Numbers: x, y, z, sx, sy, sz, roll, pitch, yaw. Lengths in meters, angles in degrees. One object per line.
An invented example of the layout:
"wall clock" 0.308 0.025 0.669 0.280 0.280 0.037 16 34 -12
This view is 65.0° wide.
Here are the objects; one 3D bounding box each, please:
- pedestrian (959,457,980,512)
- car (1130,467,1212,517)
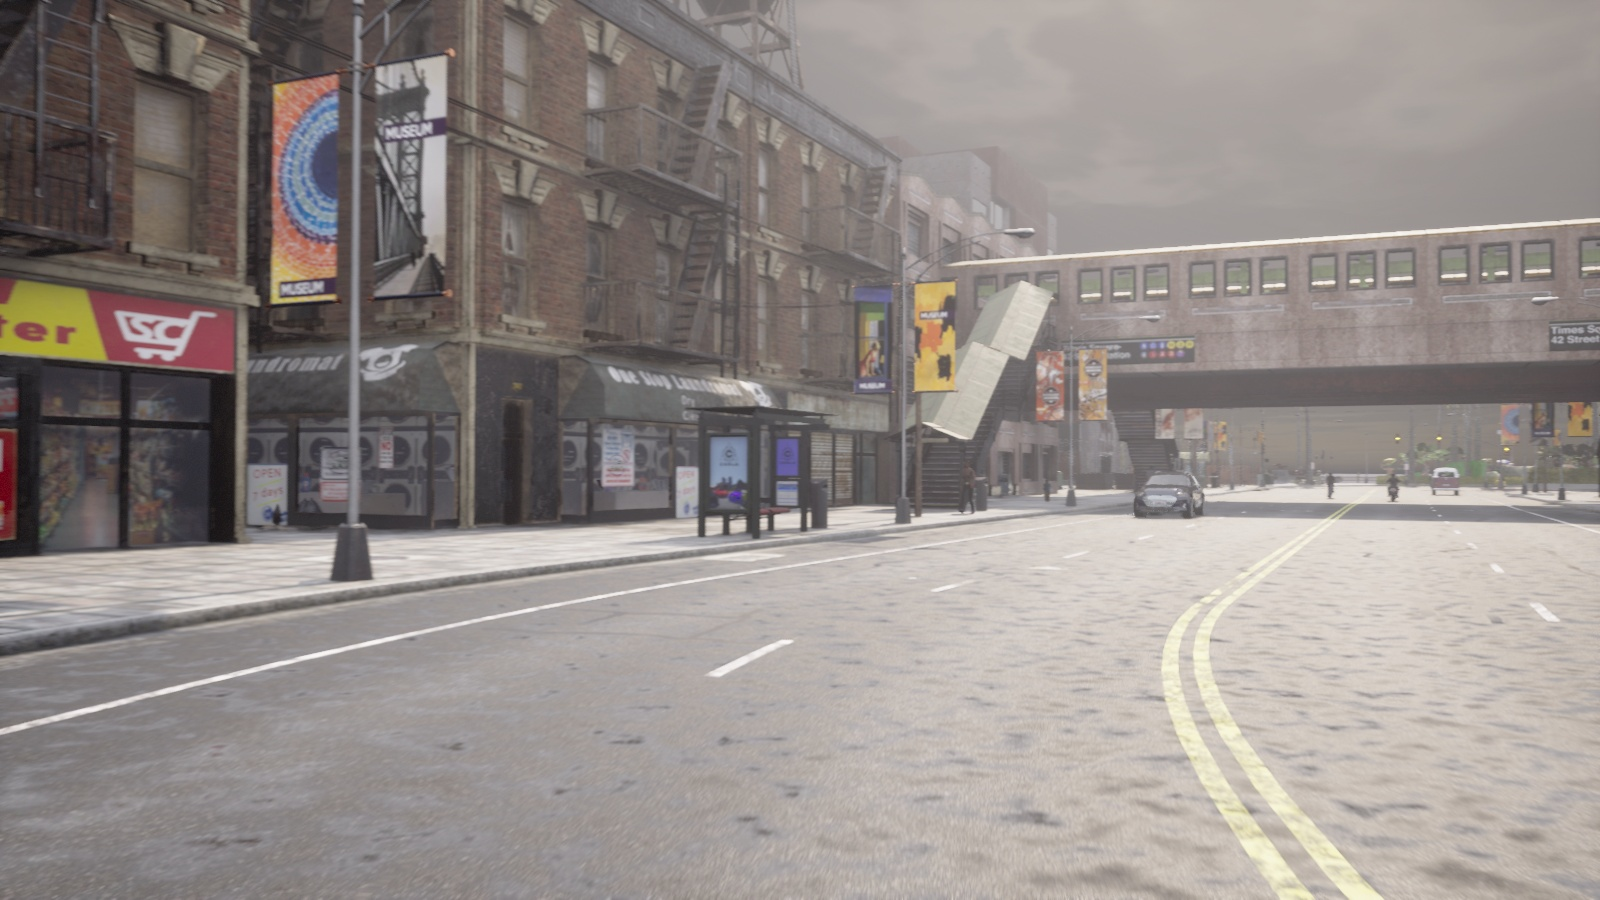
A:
"pedestrian" 5.623 1.154 41.699 0.328 1.805 0.869 -1 -1 34
"car" 13.266 1.454 44.690 2.033 1.649 4.856 -1 -1 25
